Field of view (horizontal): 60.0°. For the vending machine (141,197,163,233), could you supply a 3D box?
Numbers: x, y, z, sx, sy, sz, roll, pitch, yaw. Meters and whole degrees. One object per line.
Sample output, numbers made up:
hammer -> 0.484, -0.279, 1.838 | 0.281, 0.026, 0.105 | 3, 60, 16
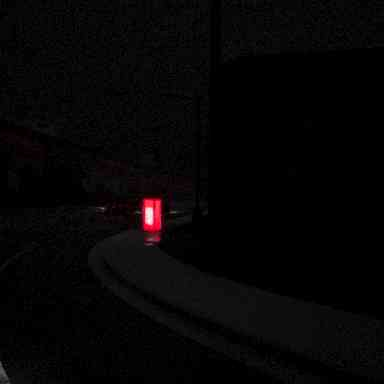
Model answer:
vending machine -> -2.458, 1.373, 20.325 | 1.100, 2.100, 0.880 | 0, -1, 12

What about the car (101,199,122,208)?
car -> -14.388, 1.984, 59.598 | 1.812, 1.442, 4.674 | 0, -1, 13

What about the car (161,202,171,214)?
car -> -4.010, 1.921, 40.664 | 1.994, 1.385, 4.181 | 0, -1, 12

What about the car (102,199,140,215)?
car -> -8.103, 1.657, 38.260 | 2.097, 1.767, 4.553 | 0, 0, 12

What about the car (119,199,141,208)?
car -> -10.892, 1.973, 59.193 | 2.128, 1.511, 4.902 | 0, -1, 12
